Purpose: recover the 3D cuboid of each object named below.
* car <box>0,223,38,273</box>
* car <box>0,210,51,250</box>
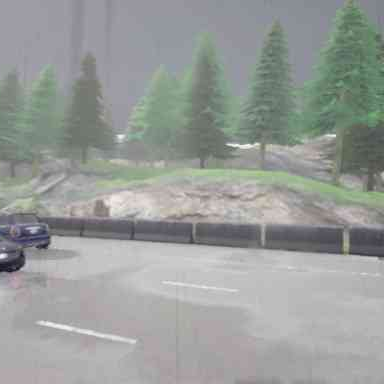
[{"bbox_3d":[-7.037,1.729,9.891,4.181,1.385,1.994,0,-1,23],"label":"car"},{"bbox_3d":[-8.339,1.600,14.260,4.553,1.767,2.097,0,-1,23],"label":"car"}]
